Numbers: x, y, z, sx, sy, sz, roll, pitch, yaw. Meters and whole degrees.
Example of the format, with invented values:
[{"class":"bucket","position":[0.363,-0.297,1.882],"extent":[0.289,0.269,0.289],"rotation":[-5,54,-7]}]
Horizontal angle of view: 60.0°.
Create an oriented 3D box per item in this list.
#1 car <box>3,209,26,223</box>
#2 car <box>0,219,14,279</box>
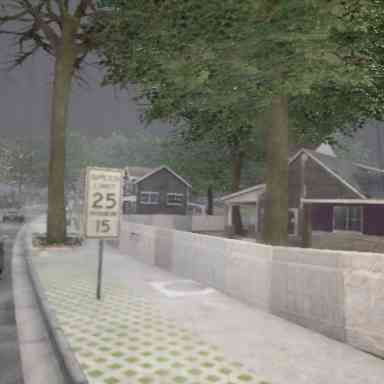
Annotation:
[{"class":"car","position":[-19.956,2.631,37.457],"extent":[2.128,1.511,4.902],"rotation":[4,-3,-22]},{"class":"car","position":[-7.014,1.791,10.586],"extent":[2.128,1.511,4.902],"rotation":[4,-4,-29]}]
